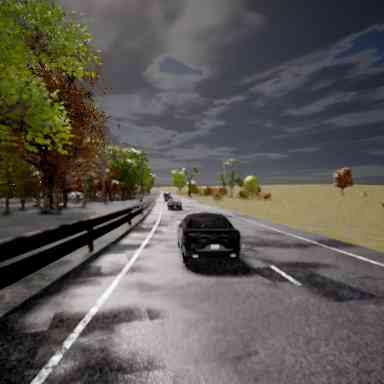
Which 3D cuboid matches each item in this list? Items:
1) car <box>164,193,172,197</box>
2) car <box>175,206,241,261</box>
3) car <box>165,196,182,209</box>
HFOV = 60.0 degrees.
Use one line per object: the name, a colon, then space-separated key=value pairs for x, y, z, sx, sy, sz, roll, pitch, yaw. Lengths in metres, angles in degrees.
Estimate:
car: x=-5.313 y=1.607 z=78.445 sx=1.994 sy=1.385 sz=4.181 roll=0 pitch=0 yaw=-5
car: x=0.480 y=1.515 z=12.496 sx=1.882 sy=1.535 sz=5.008 roll=0 pitch=0 yaw=-5
car: x=-2.466 y=1.645 z=46.027 sx=1.895 sy=1.301 sz=4.718 roll=0 pitch=0 yaw=-5
